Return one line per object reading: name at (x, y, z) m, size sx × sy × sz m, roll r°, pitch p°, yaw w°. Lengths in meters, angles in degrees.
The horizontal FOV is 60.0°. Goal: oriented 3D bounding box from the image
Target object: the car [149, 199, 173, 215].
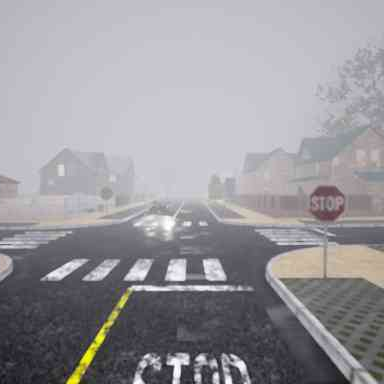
car at (-2.784, 1.336, 30.123) m, size 1.895 × 1.301 × 4.718 m, roll 0°, pitch 1°, yaw 0°
